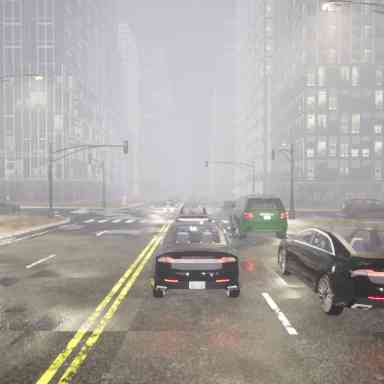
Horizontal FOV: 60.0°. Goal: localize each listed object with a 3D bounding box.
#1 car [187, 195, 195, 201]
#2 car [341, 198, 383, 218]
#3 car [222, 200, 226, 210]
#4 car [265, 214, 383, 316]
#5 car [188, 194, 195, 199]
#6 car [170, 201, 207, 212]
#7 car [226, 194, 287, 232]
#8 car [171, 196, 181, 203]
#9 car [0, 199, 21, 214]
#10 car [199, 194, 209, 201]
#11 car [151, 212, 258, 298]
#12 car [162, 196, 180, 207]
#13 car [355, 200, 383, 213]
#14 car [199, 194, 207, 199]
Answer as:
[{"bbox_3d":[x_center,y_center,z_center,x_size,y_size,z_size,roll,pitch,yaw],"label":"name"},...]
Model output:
[{"bbox_3d":[-0.214,1.458,80.853,2.033,1.411,5.357,0,0,0],"label":"car"},{"bbox_3d":[16.121,1.519,30.106,5.009,1.841,2.192,1,0,1],"label":"car"},{"bbox_3d":[6.010,1.245,36.018,5.566,2.045,2.150,1,1,1],"label":"car"},{"bbox_3d":[3.327,1.488,7.493,2.128,1.511,4.902,0,0,0],"label":"car"},{"bbox_3d":[-0.242,1.337,91.300,1.895,1.301,4.718,0,0,0],"label":"car"},{"bbox_3d":[0.052,1.482,17.687,2.128,1.511,4.902,0,0,0],"label":"car"},{"bbox_3d":[3.304,1.213,17.335,2.150,2.045,5.566,0,0,0],"label":"car"},{"bbox_3d":[-3.438,1.493,70.617,1.994,1.385,4.181,0,0,0],"label":"car"},{"bbox_3d":[-19.481,1.408,33.185,4.181,1.385,1.994,1,1,1],"label":"car"},{"bbox_3d":[3.035,1.513,81.306,1.895,1.301,4.718,0,0,0],"label":"car"},{"bbox_3d":[0.078,1.488,8.502,2.128,1.511,4.902,0,0,0],"label":"car"},{"bbox_3d":[-3.478,1.455,51.380,2.128,1.511,4.902,0,0,0],"label":"car"},{"bbox_3d":[21.708,1.642,38.407,4.829,1.417,1.752,1,0,1],"label":"car"},{"bbox_3d":[3.008,1.294,91.278,1.994,1.385,4.181,0,0,0],"label":"car"}]
